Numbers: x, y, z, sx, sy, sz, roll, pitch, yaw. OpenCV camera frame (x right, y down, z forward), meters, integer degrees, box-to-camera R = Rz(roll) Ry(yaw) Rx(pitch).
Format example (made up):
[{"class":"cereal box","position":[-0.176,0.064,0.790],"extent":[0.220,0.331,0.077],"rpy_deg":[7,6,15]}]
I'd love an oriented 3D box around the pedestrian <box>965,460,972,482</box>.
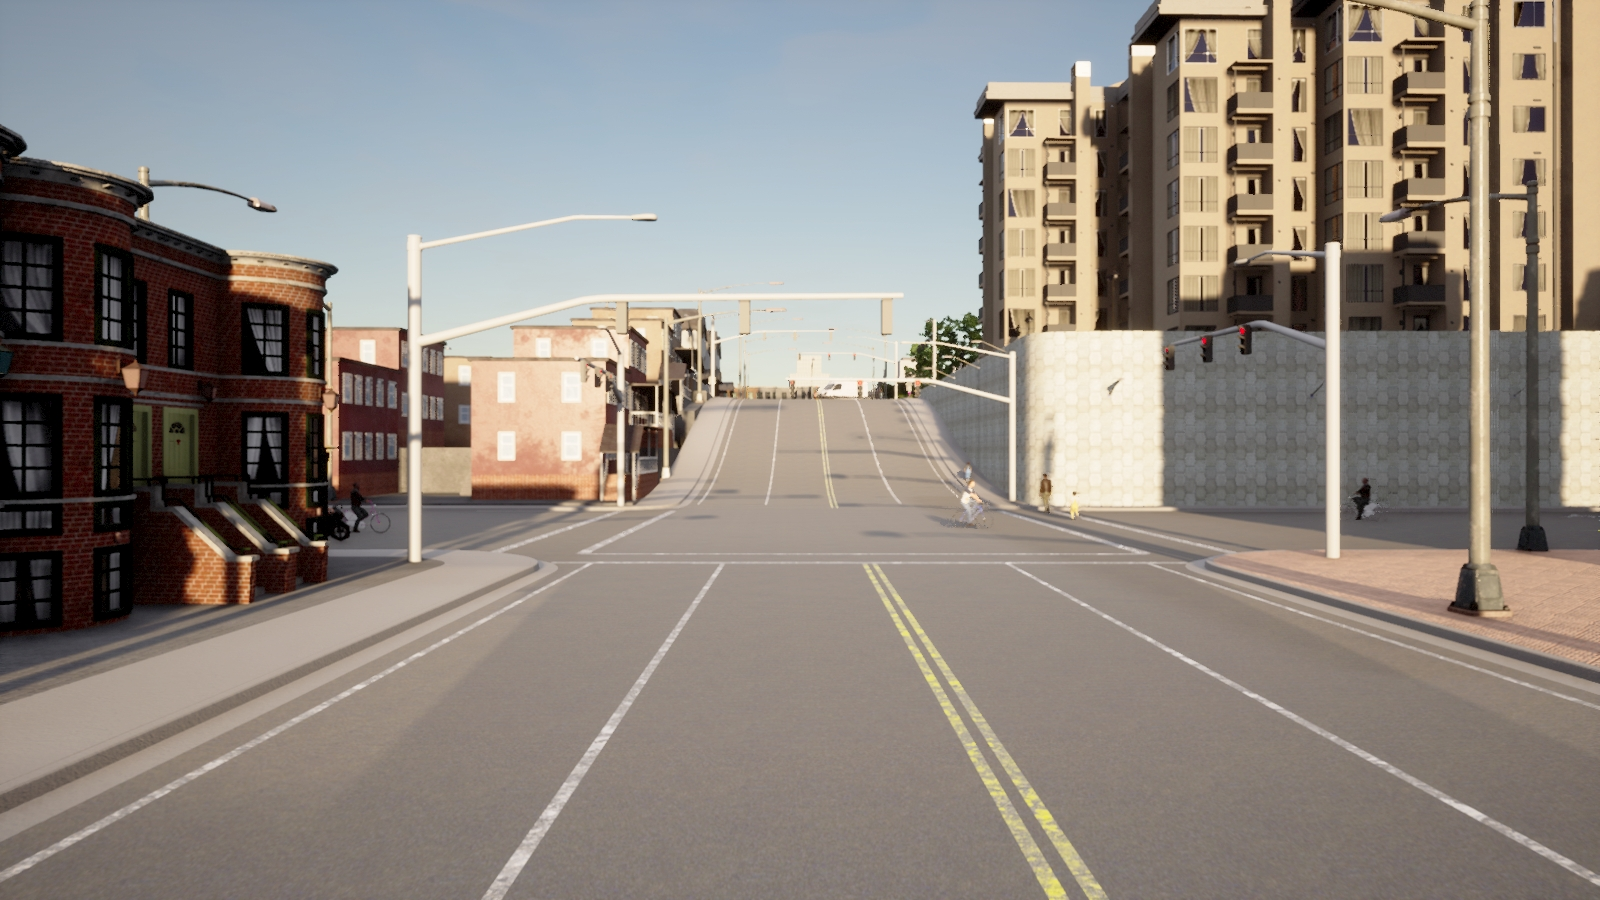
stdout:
[{"class":"pedestrian","position":[10.117,1.262,68.741],"extent":[0.375,1.300,0.375],"rpy_deg":[0,0,1]}]

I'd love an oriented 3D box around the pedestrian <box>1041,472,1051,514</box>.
[{"class":"pedestrian","position":[11.192,1.952,51.985],"extent":[0.375,1.860,0.375],"rpy_deg":[0,0,-5]}]

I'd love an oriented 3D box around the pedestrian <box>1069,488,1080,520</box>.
[{"class":"pedestrian","position":[11.278,2.222,46.901],"extent":[0.375,1.300,0.375],"rpy_deg":[0,0,2]}]

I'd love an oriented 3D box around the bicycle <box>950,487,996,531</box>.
[{"class":"bicycle","position":[6.274,2.127,41.488],"extent":[1.643,1.521,0.373],"rpy_deg":[0,-3,36]}]

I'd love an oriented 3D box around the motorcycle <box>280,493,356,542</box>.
[{"class":"motorcycle","position":[-15.152,2.106,35.935],"extent":[2.033,1.505,0.803],"rpy_deg":[0,0,0]}]

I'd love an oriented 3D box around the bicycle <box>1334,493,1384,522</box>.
[{"class":"bicycle","position":[22.655,2.325,46.306],"extent":[1.835,1.126,0.329],"rpy_deg":[0,0,0]}]

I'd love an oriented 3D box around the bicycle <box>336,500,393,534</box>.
[{"class":"bicycle","position":[-15.031,2.312,39.439],"extent":[1.835,1.126,0.329],"rpy_deg":[0,0,0]}]
